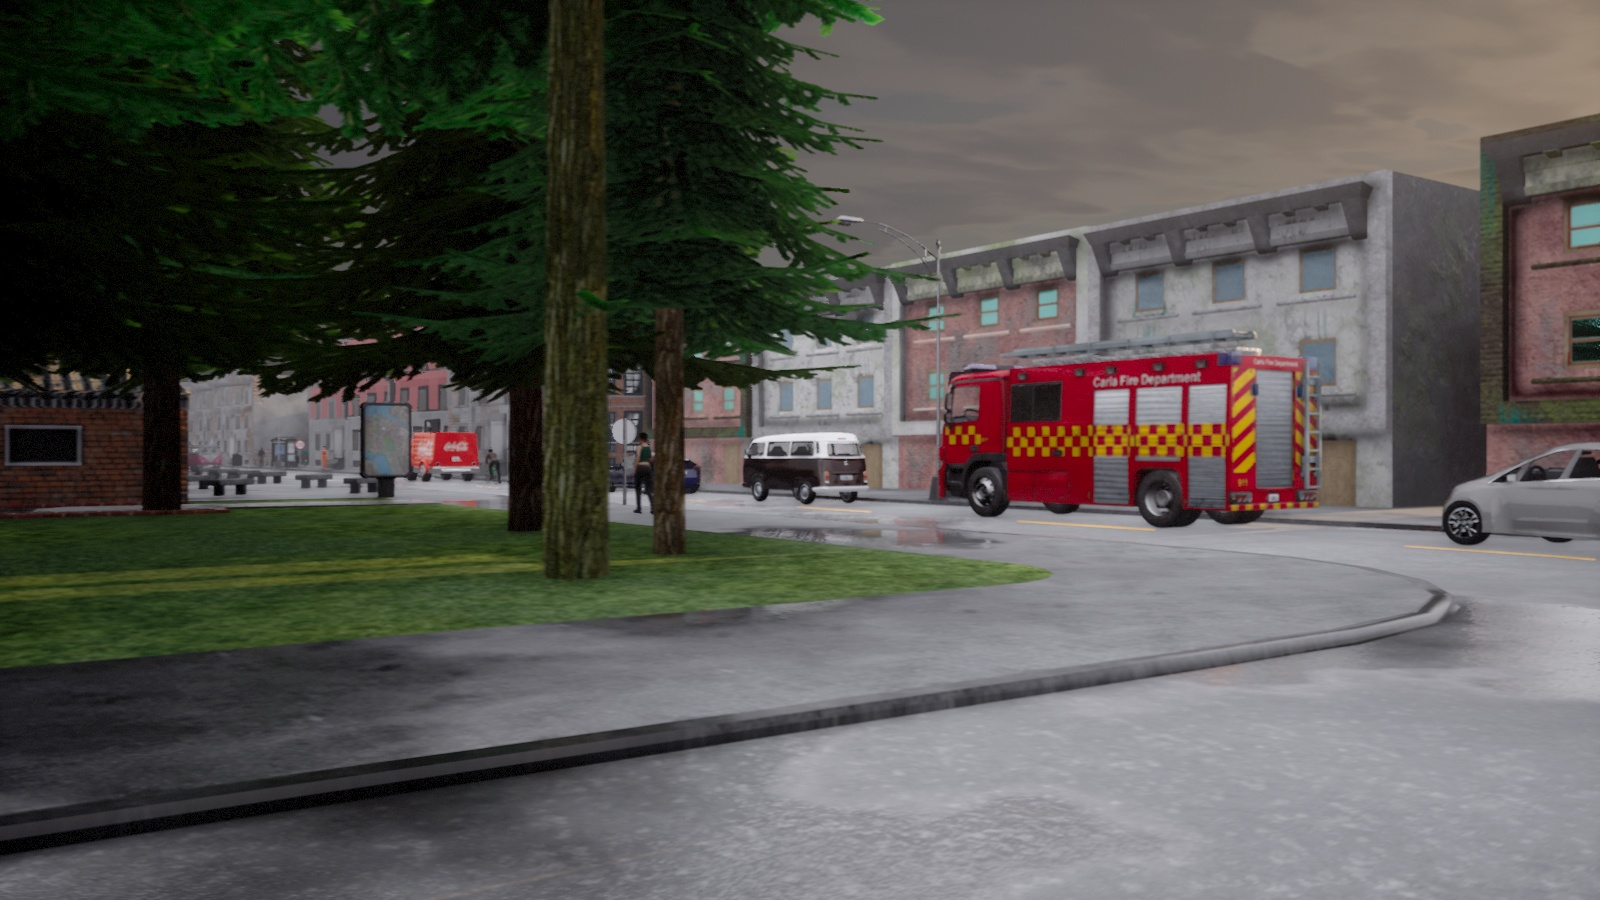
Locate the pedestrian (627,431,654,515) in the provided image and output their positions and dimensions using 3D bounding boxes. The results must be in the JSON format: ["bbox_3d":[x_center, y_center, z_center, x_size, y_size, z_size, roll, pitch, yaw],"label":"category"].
[{"bbox_3d":[-3.515,0.497,27.712,0.345,1.836,0.594,0,0,-35],"label":"pedestrian"}]

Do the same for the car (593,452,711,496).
[{"bbox_3d":[-5.344,0.812,44.772,2.163,1.488,4.792,0,0,-35],"label":"car"}]

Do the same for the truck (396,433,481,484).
[{"bbox_3d":[-18.371,0.399,63.694,2.627,2.467,5.204,0,0,-35],"label":"truck"}]

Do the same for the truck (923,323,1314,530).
[{"bbox_3d":[6.566,-0.420,27.528,2.891,3.827,8.468,0,0,-35],"label":"truck"}]

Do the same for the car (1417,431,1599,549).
[{"bbox_3d":[11.984,0.559,18.928,2.242,1.667,4.611,0,0,-17],"label":"car"}]

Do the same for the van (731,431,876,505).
[{"bbox_3d":[0.036,0.505,36.943,2.069,2.038,4.480,0,0,-34],"label":"van"}]
